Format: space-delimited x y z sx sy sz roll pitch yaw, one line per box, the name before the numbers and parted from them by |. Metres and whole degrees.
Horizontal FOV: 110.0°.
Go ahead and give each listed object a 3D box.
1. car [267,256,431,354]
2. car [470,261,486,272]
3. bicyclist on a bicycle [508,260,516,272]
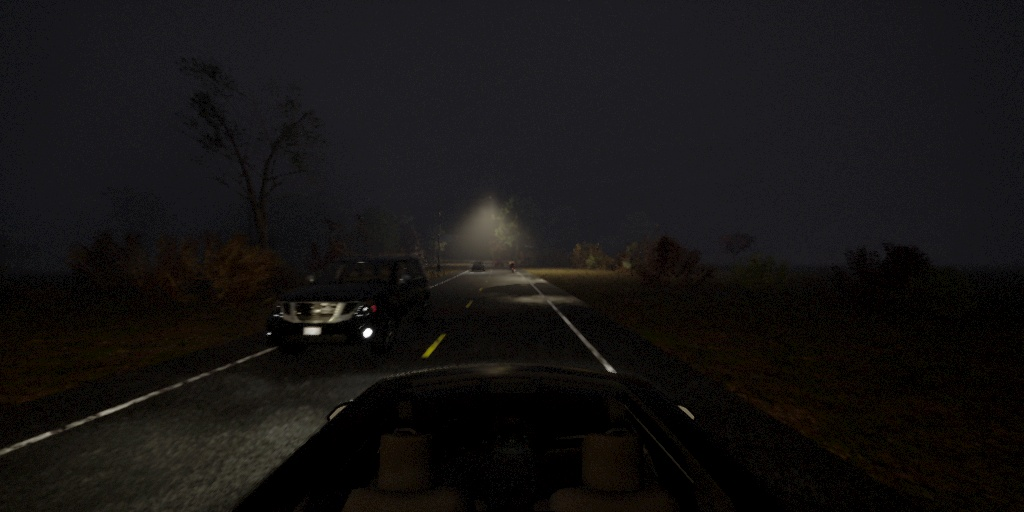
car | -3.628 1.015 9.244 2.150 2.045 5.566 0 0 0
car | -4.739 1.482 50.968 1.837 1.490 4.892 0 0 -2
bicyclist on a bicycle | 0.123 1.368 43.347 0.866 1.612 1.509 0 -1 -2
